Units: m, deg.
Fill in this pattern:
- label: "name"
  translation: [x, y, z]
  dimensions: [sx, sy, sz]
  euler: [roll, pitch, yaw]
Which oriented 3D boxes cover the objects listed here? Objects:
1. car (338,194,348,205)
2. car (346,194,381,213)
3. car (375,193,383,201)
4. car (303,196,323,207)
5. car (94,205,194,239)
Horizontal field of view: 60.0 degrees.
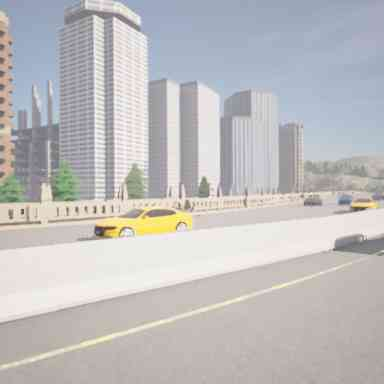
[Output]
- label: "car"
  translation: [22.155, 1.103, 47.573]
  dimensions: [1.882, 1.535, 5.008]
  euler: [0, 0, 31]
- label: "car"
  translation: [16.052, 1.221, 31.002]
  dimensions: [1.882, 1.535, 5.008]
  euler: [0, 0, 35]
- label: "car"
  translation: [36.924, 0.947, 65.818]
  dimensions: [1.812, 1.442, 4.674]
  euler: [0, 0, 30]
- label: "car"
  translation: [16.167, 1.254, 44.275]
  dimensions: [1.994, 1.385, 4.181]
  euler: [0, 0, 31]
- label: "car"
  translation: [-2.168, 1.434, 15.947]
  dimensions: [5.008, 1.535, 1.882]
  euler: [-1, 0, -41]
